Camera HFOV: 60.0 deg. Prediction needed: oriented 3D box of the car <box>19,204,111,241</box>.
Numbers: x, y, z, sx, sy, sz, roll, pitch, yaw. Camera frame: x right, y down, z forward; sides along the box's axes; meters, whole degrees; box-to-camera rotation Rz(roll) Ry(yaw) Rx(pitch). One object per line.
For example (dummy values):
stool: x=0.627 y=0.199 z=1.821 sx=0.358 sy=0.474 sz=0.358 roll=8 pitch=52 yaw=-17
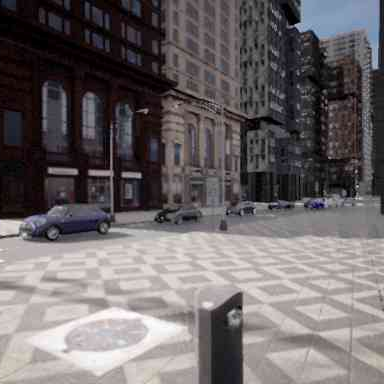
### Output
car: x=-6.607 y=1.446 z=17.612 sx=2.097 sy=1.767 sz=4.553 roll=0 pitch=0 yaw=37

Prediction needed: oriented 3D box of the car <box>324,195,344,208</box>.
car: x=22.309 y=1.422 z=52.636 sx=2.150 sy=2.045 sz=5.566 roll=0 pitch=0 yaw=37

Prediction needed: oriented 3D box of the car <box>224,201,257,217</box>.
car: x=4.977 y=1.657 z=33.788 sx=1.837 sy=1.490 sz=4.892 roll=0 pitch=0 yaw=36

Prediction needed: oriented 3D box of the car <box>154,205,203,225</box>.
car: x=-0.976 y=1.687 z=25.456 sx=1.994 sy=1.385 sz=4.181 roll=0 pitch=0 yaw=36

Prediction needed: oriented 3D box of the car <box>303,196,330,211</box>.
car: x=16.382 y=1.652 z=44.292 sx=1.882 sy=1.535 sz=5.008 roll=0 pitch=0 yaw=36

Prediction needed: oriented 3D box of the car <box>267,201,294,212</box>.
car: x=11.411 y=1.781 z=42.736 sx=1.895 sy=1.301 sz=4.718 roll=0 pitch=0 yaw=36
